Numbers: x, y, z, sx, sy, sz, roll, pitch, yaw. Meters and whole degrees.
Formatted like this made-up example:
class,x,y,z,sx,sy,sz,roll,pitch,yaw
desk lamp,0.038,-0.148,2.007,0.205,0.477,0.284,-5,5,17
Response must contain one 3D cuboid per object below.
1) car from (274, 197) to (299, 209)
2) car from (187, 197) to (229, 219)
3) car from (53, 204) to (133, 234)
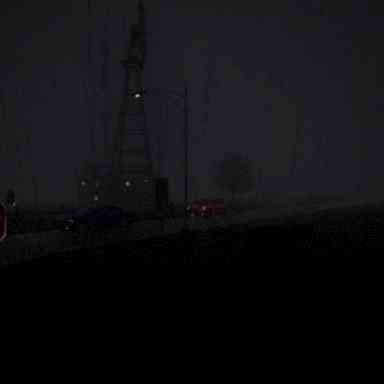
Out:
class,x,y,z,sx,sy,sz,roll,pitch,yaw
car,12.458,1.412,43.651,1.882,1.535,5.008,0,0,39
car,1.389,1.351,29.383,2.097,1.767,4.553,0,1,37
car,-5.763,1.520,19.931,1.882,1.535,5.008,0,0,37
